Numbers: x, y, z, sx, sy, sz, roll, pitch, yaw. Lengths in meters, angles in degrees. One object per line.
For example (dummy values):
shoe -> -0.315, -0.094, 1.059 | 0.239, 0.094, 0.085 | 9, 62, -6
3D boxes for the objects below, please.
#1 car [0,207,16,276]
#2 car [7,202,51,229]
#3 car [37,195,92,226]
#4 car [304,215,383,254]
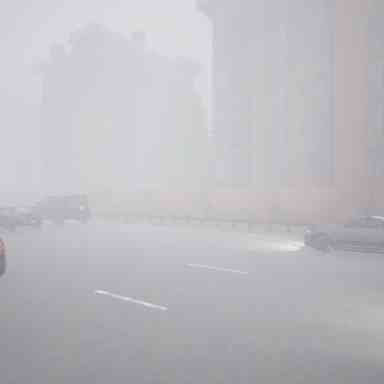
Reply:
car -> -7.041, 1.351, 9.009 | 4.553, 1.767, 2.097 | 0, 0, 36
car -> -11.003, 1.525, 20.416 | 4.674, 1.442, 1.812 | 0, 0, 35
car -> -9.522, 1.217, 23.669 | 5.566, 2.045, 2.150 | -1, 0, 35
car -> 6.396, 1.563, 12.326 | 4.181, 1.385, 1.994 | 0, 0, 35
